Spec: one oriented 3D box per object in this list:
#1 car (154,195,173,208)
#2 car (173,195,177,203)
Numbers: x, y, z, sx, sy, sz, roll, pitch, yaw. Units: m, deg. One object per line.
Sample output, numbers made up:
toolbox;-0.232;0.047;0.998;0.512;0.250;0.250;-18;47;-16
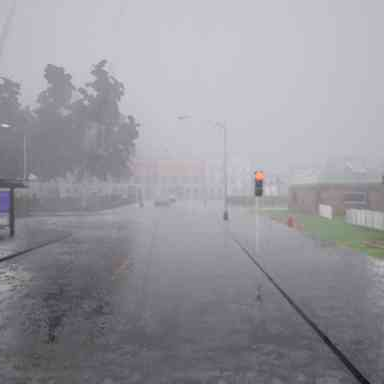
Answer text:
car;-4.081;1.385;46.354;1.882;1.535;5.008;0;0;0
car;-4.004;1.350;65.493;1.882;1.535;5.008;0;0;0
